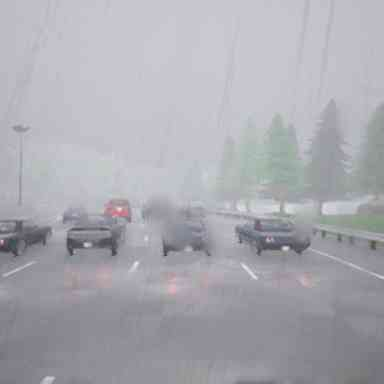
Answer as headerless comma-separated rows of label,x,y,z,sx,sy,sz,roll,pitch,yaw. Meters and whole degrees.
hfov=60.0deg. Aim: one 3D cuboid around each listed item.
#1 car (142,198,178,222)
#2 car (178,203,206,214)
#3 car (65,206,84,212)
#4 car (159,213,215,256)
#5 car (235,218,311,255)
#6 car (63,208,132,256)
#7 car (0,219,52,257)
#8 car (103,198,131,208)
car,-3.236,1.564,30.440,2.150,2.045,5.566,0,0,-16
car,-0.139,1.852,32.232,2.128,1.511,4.902,0,-1,-17
car,-10.241,1.892,29.376,1.994,1.385,4.181,0,-1,-17
car,-0.320,1.757,13.934,1.895,1.301,4.718,0,-1,-5
car,3.172,1.760,14.152,1.895,1.301,4.718,0,-1,-5
car,-3.844,1.650,13.981,2.128,1.511,4.902,0,0,-5
car,-7.307,1.753,13.522,1.895,1.301,4.718,0,-1,-5
car,-6.618,1.554,29.542,2.150,2.045,5.566,0,0,-16
